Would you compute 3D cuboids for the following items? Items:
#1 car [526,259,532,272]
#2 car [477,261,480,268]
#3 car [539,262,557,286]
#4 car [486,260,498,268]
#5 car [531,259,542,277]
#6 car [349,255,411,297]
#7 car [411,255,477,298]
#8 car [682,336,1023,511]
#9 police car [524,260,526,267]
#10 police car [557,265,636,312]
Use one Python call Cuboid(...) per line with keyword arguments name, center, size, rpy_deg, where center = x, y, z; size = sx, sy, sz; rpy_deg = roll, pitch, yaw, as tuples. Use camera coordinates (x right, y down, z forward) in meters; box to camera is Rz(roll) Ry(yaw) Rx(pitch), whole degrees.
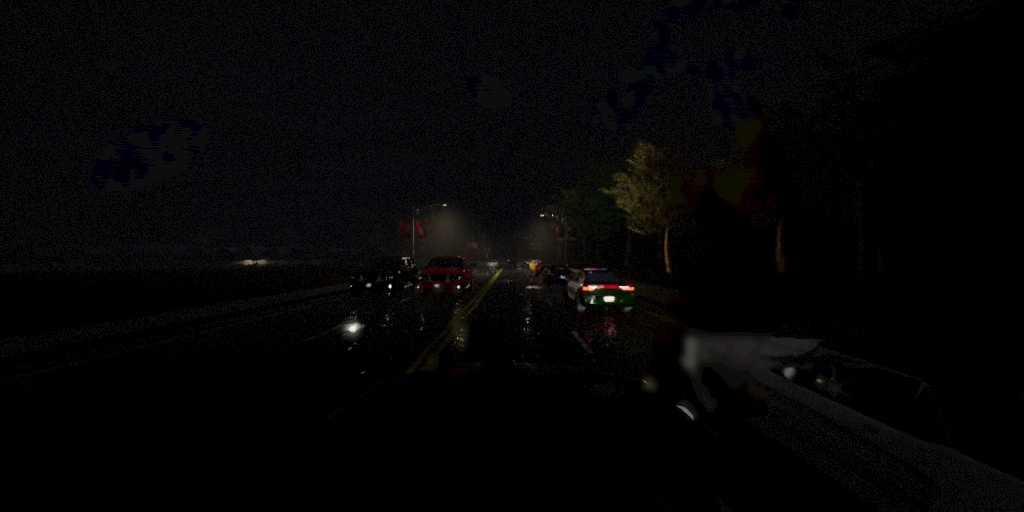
Cuboid(name="car", center=(3.265, 1.245, 47.603), size=(1.801, 1.575, 5.366), rpy_deg=(0, 0, 0))
Cuboid(name="car", center=(-6.514, 1.408, 60.442), size=(1.895, 1.301, 4.718), rpy_deg=(0, 0, 1))
Cuboid(name="car", center=(3.258, 1.329, 25.411), size=(1.994, 1.385, 4.181), rpy_deg=(0, 0, 0))
Cuboid(name="car", center=(-3.272, 1.332, 60.470), size=(1.812, 1.442, 4.674), rpy_deg=(0, 0, 1))
Cuboid(name="car", center=(3.262, 1.302, 36.412), size=(1.812, 1.442, 4.674), rpy_deg=(0, 0, 0))
Cuboid(name="car", center=(-6.594, 0.982, 19.268), size=(2.150, 2.045, 5.566), rpy_deg=(0, 0, 0))
Cuboid(name="car", center=(-3.342, 0.981, 18.913), size=(2.150, 2.045, 5.566), rpy_deg=(0, 0, 0))
Cuboid(name="car", center=(3.350, 1.351, 2.981), size=(1.895, 1.301, 4.718), rpy_deg=(0, 0, 0))
Cuboid(name="police car", center=(3.270, 1.309, 58.416), size=(2.038, 1.542, 4.974), rpy_deg=(0, 0, 0))
Cuboid(name="police car", center=(3.254, 1.261, 14.410), size=(2.038, 1.542, 4.974), rpy_deg=(0, 0, 0))
